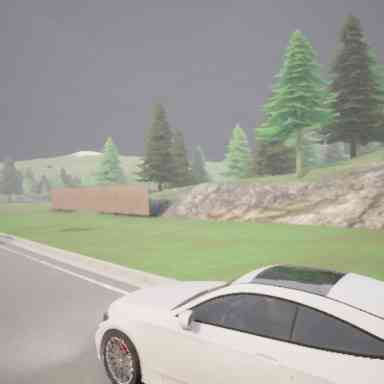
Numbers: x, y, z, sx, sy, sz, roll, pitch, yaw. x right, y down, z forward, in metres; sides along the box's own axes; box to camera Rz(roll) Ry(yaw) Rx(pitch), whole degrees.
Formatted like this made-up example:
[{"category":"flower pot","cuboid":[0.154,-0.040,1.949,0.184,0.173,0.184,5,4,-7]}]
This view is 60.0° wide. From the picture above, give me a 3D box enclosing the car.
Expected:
[{"category":"car","cuboid":[0.932,1.543,3.552,4.674,1.442,1.812,-1,0,38]}]
